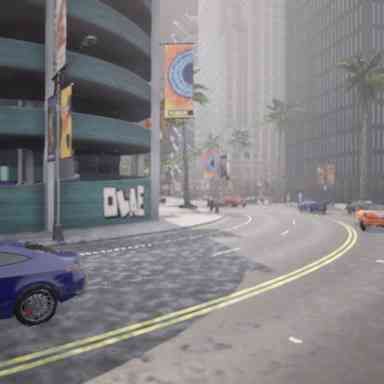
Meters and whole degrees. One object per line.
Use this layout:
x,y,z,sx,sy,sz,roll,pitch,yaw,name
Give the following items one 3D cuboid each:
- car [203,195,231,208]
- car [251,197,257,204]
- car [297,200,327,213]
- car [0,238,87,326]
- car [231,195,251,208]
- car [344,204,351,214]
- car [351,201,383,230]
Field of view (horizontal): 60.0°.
3.900,1.562,52.496,2.097,1.767,4.553,0,0,-15,car
12.502,1.796,72.309,2.231,1.521,4.892,0,0,-16,car
14.113,1.675,39.449,1.882,1.535,5.008,0,-1,-5,car
-4.157,1.532,5.510,4.674,1.442,1.812,0,0,-38,car
7.040,1.452,54.266,2.150,2.045,5.566,0,-1,-15,car
17.755,1.693,34.960,1.837,1.490,4.892,0,-2,2,car
12.038,1.476,21.930,2.097,1.767,4.553,0,0,21,car
